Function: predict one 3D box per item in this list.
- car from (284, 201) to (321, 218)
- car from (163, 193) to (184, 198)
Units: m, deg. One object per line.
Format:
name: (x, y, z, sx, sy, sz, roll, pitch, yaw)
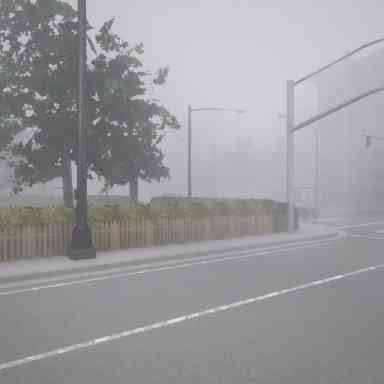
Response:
car: (9.406, 1.526, 30.334, 1.812, 1.442, 4.674, 0, 0, -35)
car: (-2.295, 1.219, 47.254, 2.150, 2.045, 5.566, 0, 0, -35)
